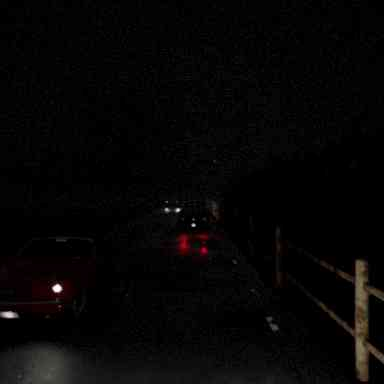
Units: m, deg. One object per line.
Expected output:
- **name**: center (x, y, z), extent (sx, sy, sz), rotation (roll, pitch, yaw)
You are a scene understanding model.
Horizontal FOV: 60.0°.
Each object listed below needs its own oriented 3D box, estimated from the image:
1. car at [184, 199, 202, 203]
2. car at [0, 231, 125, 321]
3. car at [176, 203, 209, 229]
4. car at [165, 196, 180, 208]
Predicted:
- **car**: center (0.068, 1.593, 39.522), extent (1.837, 1.490, 4.892), rotation (0, 0, 0)
- **car**: center (-2.853, 1.608, 7.392), extent (1.895, 1.301, 4.718), rotation (0, 0, 0)
- **car**: center (0.080, 1.634, 21.616), extent (1.895, 1.301, 4.718), rotation (0, 0, 0)
- **car**: center (-2.866, 1.475, 50.095), extent (2.097, 1.767, 4.553), rotation (0, 0, 0)
